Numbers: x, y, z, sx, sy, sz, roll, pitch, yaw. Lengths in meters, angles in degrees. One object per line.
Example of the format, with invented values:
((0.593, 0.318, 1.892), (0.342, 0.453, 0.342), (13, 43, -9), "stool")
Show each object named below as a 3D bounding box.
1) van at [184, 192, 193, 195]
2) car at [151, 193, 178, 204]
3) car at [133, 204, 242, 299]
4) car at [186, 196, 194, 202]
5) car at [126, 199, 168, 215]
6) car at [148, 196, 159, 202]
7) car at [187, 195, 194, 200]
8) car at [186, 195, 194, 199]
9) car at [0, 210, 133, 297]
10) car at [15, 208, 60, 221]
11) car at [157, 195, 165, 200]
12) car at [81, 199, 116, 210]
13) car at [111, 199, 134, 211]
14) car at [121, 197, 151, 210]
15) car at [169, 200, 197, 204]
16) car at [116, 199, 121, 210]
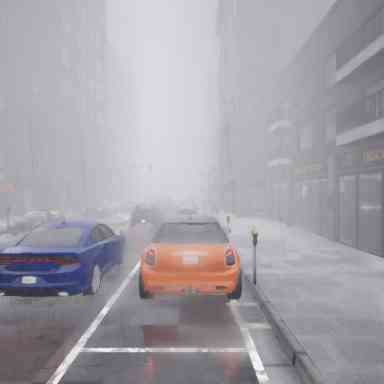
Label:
((-0.383, 1.339, 67.702), (1.690, 1.788, 3.998), (0, 0, 0), "van")
((-2.954, 1.352, 36.684), (2.097, 1.767, 4.553), (0, 0, 0), "car")
((-0.033, 1.353, 8.620), (2.097, 1.767, 4.553), (0, 0, 0), "car")
((-0.383, 1.579, 79.064), (1.802, 1.307, 4.206), (0, 0, 0), "car")
((-2.948, 1.505, 22.662), (1.837, 1.490, 4.892), (0, 0, 0), "car")
((-8.408, 1.543, 73.374), (1.887, 1.381, 4.507), (0, 0, 0), "car")
((-0.383, 1.575, 90.427), (1.802, 1.307, 4.206), (0, 0, 0), "car")
((-0.383, 1.440, 35.101), (1.967, 1.590, 4.097), (0, 0, 0), "car")
((-3.022, 1.477, 8.665), (1.882, 1.535, 5.008), (0, 0, 0), "car")
((-8.408, 1.582, 18.538), (1.802, 1.307, 4.206), (0, 0, 0), "car")
((-8.408, 1.519, 90.251), (1.752, 1.417, 4.829), (0, 0, 0), "car")
((-8.408, 1.440, 29.575), (1.967, 1.590, 4.097), (0, 0, 0), "car")
((-8.408, 1.551, 40.611), (2.008, 1.369, 4.403), (0, 0, 0), "car")
((-5.848, 1.526, 35.048), (1.812, 1.442, 4.674), (0, 0, 0), "car")
((-0.383, 1.551, 24.063), (2.008, 1.369, 4.403), (0, 0, 0), "car")
((-8.408, 1.525, 34.923), (1.752, 1.417, 4.829), (0, 0, 0), "car")
